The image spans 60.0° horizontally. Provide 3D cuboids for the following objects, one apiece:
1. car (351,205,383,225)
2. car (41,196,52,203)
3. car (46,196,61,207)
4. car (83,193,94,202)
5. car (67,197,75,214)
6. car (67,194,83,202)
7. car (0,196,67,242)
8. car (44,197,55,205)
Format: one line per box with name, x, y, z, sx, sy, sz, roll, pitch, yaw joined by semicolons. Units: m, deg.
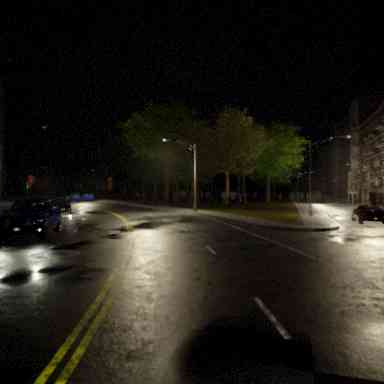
car;13.541;1.695;25.553;1.812;1.442;4.674;0;-1;16
car;-35.224;1.708;80.314;2.128;1.511;4.902;-1;0;-26
car;-23.940;1.562;57.294;2.097;1.767;4.553;-1;0;-26
car;-26.296;1.393;84.247;2.150;2.045;5.566;-1;0;-26
car;-14.457;1.670;37.226;1.837;1.490;4.892;0;0;-23
car;-29.214;1.421;82.815;2.150;2.045;5.566;-1;0;-26
car;-8.465;1.341;17.766;2.150;2.045;5.566;0;0;-11
car;-28.742;1.735;67.099;1.837;1.490;4.892;-1;0;-26
